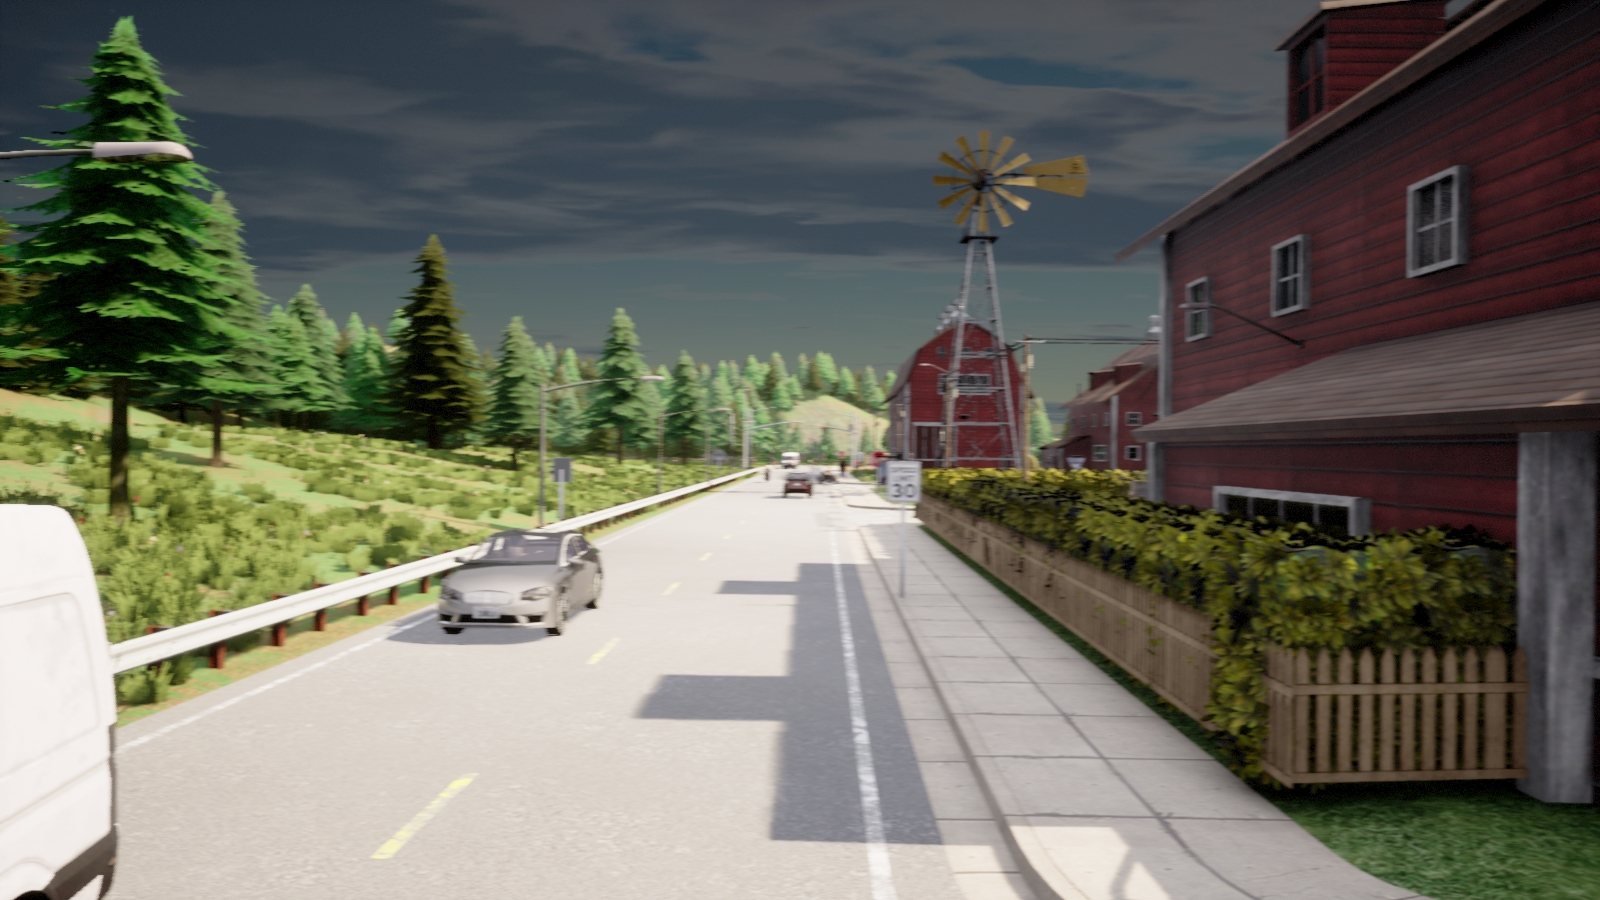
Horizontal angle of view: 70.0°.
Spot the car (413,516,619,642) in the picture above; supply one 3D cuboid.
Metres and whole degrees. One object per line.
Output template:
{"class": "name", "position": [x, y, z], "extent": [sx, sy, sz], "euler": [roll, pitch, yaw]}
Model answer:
{"class": "car", "position": [-4.510, 2.013, 19.024], "extent": [2.128, 1.511, 4.902], "euler": [1, 0, 1]}

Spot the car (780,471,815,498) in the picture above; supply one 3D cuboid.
{"class": "car", "position": [-0.130, 2.097, 71.044], "extent": [2.007, 1.525, 4.514], "euler": [1, 0, 1]}

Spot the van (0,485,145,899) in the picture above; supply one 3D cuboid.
{"class": "van", "position": [-4.372, 1.473, 3.432], "extent": [1.988, 2.561, 5.915], "euler": [0, 0, -7]}
